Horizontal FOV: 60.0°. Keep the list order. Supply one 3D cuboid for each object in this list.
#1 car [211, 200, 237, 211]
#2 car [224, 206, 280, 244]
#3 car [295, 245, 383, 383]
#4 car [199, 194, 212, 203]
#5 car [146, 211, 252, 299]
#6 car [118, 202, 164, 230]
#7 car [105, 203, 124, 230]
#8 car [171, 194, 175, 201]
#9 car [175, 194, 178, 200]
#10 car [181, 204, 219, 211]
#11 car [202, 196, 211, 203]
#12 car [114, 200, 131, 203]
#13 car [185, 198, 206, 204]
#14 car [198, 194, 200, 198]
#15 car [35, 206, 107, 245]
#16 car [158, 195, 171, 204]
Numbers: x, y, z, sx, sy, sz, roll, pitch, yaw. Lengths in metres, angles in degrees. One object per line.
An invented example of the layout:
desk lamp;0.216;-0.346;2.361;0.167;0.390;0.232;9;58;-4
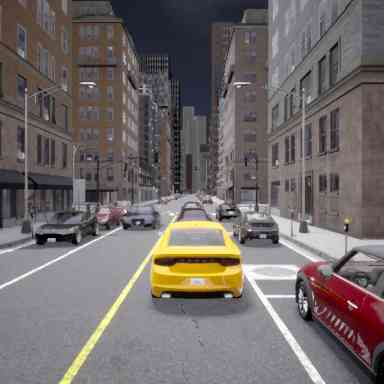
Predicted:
car;2.870;1.569;26.588;1.947;1.339;4.313;0;0;0
car;2.864;1.552;15.585;2.008;1.369;4.403;0;0;0
car;2.858;1.440;4.582;1.967;1.590;4.097;0;0;0
car;2.923;1.483;63.678;1.967;1.590;4.097;0;0;0
car;0.099;1.478;8.525;1.882;1.535;5.008;0;0;0
car;-3.050;1.566;20.908;1.994;1.385;4.181;0;0;1
car;-5.658;1.584;21.091;1.802;1.307;4.206;0;0;0
car;-5.576;1.615;74.512;2.008;1.369;4.403;0;0;0
car;-5.539;1.636;90.568;1.752;1.417;4.829;0;0;0
car;0.115;1.565;17.719;1.994;1.385;4.181;0;0;0
car;2.936;1.579;69.257;1.752;1.417;4.829;0;0;0
car;-5.656;1.443;26.593;1.967;1.590;4.097;0;0;0
car;0.023;1.529;27.642;1.812;1.442;4.674;0;0;1
car;2.949;1.615;74.496;2.008;1.369;4.403;0;0;0
car;-5.661;1.567;15.590;1.947;1.339;4.313;0;0;0
car;-5.601;1.625;63.695;1.802;1.307;4.206;0;0;0
